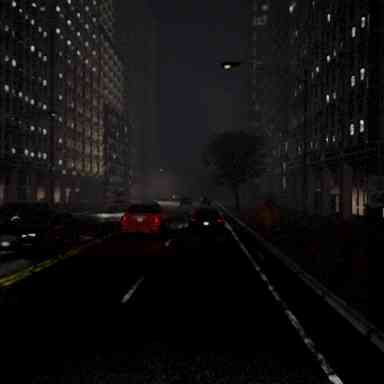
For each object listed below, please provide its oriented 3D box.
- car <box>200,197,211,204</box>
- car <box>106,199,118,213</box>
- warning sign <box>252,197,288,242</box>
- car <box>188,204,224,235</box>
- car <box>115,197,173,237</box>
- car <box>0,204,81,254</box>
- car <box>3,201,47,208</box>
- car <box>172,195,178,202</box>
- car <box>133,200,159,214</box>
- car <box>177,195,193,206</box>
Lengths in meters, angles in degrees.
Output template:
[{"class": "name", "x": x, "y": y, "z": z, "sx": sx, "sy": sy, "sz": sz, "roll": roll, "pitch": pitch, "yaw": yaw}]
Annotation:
[{"class": "car", "x": 2.372, "y": 1.700, "z": 57.611, "sx": 1.837, "sy": 1.490, "sz": 4.892, "roll": 1, "pitch": -1, "yaw": 2}, {"class": "car", "x": -8.282, "y": 1.532, "z": 37.834, "sx": 1.882, "sy": 1.535, "sz": 5.008, "roll": 1, "pitch": 0, "yaw": 2}, {"class": "warning sign", "x": 3.414, "y": 1.192, "z": 14.671, "sx": 1.300, "sy": 1.860, "sz": 1.060, "roll": 1, "pitch": 1, "yaw": 2}, {"class": "car", "x": 0.831, "y": 1.630, "z": 19.353, "sx": 1.994, "sy": 1.385, "sz": 4.181, "roll": 1, "pitch": 0, "yaw": 2}, {"class": "car", "x": -2.458, "y": 1.383, "z": 18.417, "sx": 2.097, "sy": 1.767, "sz": 4.553, "roll": 1, "pitch": 0, "yaw": 2}, {"class": "car", "x": -6.107, "y": 1.473, "z": 13.511, "sx": 2.128, "sy": 1.511, "sz": 4.902, "roll": 1, "pitch": 0, "yaw": 2}, {"class": "car", "x": -9.181, "y": 1.317, "z": 17.884, "sx": 2.097, "sy": 1.767, "sz": 4.553, "roll": 1, "pitch": 0, "yaw": 2}, {"class": "car", "x": -3.515, "y": 1.477, "z": 75.397, "sx": 2.128, "sy": 1.511, "sz": 4.902, "roll": 1, "pitch": 0, "yaw": 2}, {"class": "car", "x": -5.052, "y": 1.611, "z": 37.389, "sx": 2.033, "sy": 1.411, "sz": 5.357, "roll": 1, "pitch": 0, "yaw": 2}, {"class": "car", "x": -0.921, "y": 1.518, "z": 56.077, "sx": 2.097, "sy": 1.767, "sz": 4.553, "roll": 1, "pitch": 0, "yaw": 1}]
